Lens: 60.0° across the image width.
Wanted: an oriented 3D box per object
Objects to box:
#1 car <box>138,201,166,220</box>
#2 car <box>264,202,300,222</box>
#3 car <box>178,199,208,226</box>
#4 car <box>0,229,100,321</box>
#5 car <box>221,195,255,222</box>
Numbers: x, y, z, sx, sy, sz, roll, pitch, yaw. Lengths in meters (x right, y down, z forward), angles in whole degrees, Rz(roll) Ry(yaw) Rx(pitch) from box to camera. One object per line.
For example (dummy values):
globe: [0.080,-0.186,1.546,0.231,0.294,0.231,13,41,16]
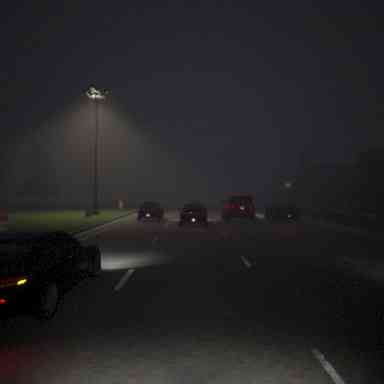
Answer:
car: [-3.403,1.541,28.240,1.837,1.490,4.892,0,0,0]
car: [7.098,1.525,26.579,2.128,1.511,4.902,0,0,0]
car: [0.098,1.537,23.904,1.837,1.490,4.892,0,0,0]
car: [-3.401,1.535,7.199,1.812,1.442,4.674,0,0,0]
car: [3.598,1.255,26.517,2.150,2.045,5.566,0,0,0]
